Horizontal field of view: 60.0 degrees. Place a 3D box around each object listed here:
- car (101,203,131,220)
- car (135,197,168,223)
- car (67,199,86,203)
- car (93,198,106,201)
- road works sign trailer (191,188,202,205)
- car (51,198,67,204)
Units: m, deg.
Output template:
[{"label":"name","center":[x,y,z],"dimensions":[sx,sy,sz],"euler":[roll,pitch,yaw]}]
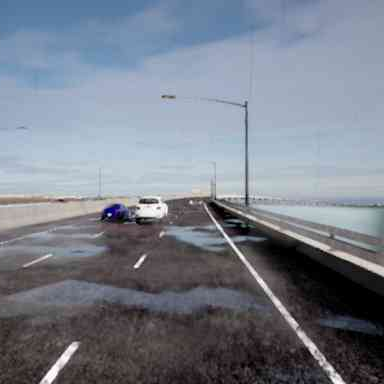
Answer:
[{"label":"car","center":[-6.730,1.700,29.558],"dimensions":[1.812,1.442,4.674],"euler":[0,0,1]},{"label":"car","center":[-3.252,1.384,27.534],"dimensions":[2.150,2.045,5.566],"euler":[0,0,1]},{"label":"car","center":[-20.354,1.911,60.357],"dimensions":[1.994,1.385,4.181],"euler":[0,0,2]},{"label":"car","center":[-16.839,1.854,60.748],"dimensions":[1.837,1.490,4.892],"euler":[0,0,2]},{"label":"road works sign trailer","center":[0.887,0.858,69.434],"dimensions":[2.380,3.560,2.880],"euler":[0,0,1]},{"label":"car","center":[-23.848,1.876,60.418],"dimensions":[1.812,1.442,4.674],"euler":[0,0,2]}]
